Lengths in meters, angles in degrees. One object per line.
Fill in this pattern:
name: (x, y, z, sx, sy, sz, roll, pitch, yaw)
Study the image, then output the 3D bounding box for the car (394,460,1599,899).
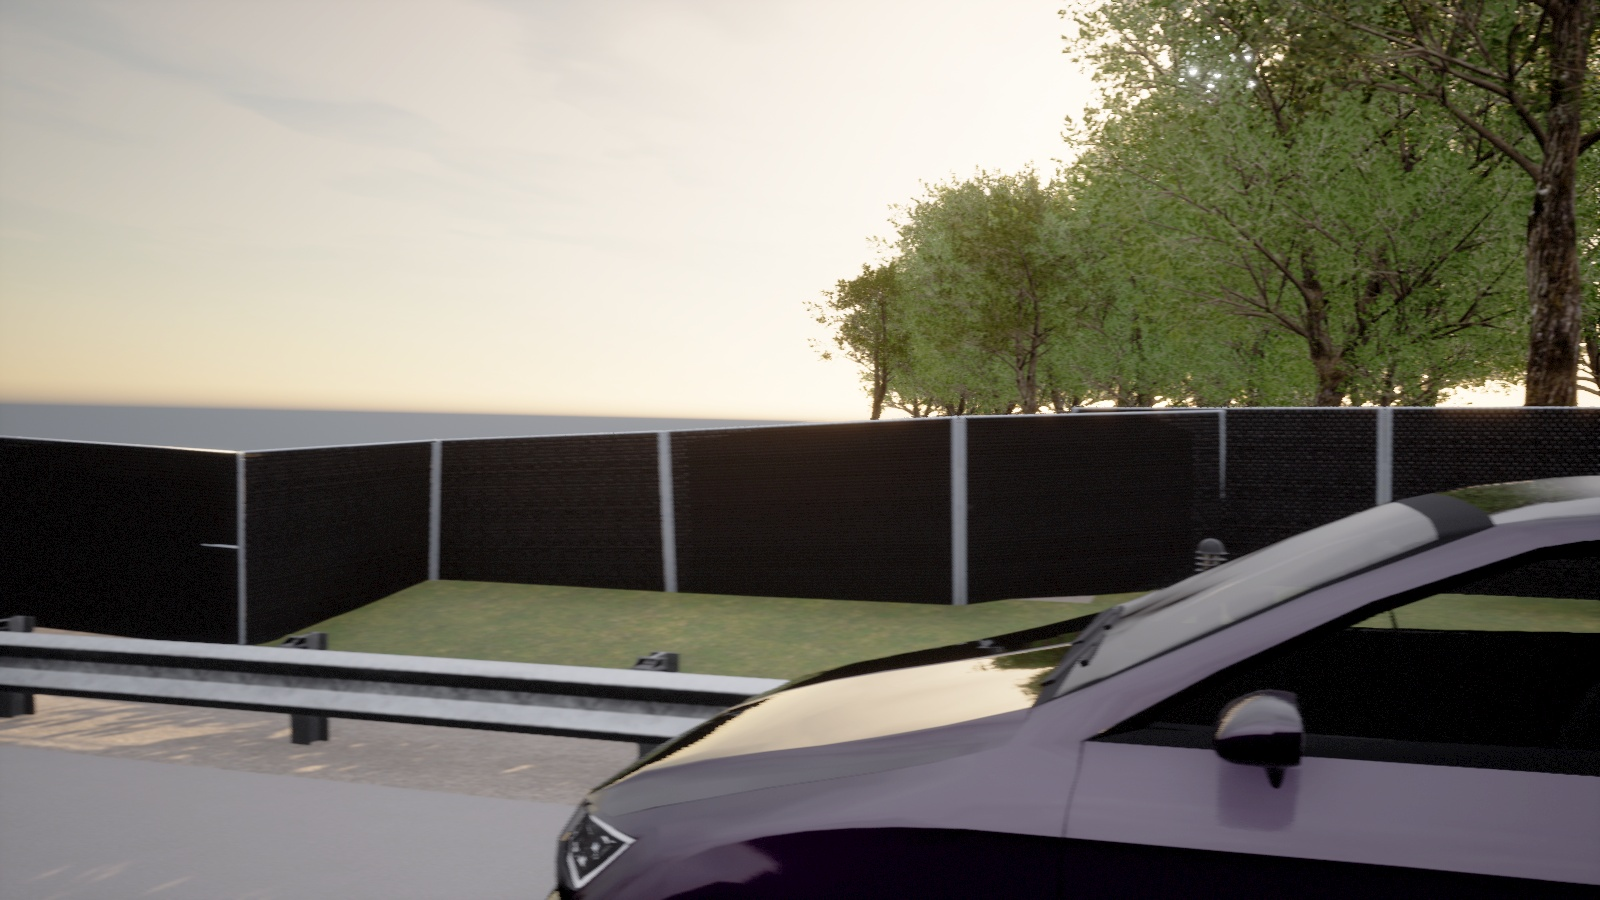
car: (1.459, 0.802, 2.704, 4.193, 1.474, 1.816, 1, 1, 19)
